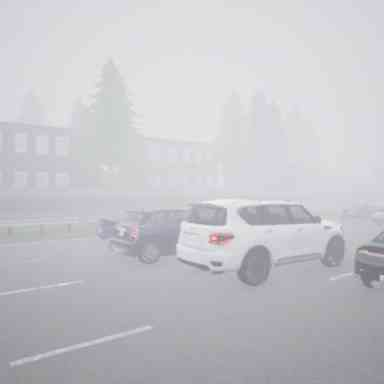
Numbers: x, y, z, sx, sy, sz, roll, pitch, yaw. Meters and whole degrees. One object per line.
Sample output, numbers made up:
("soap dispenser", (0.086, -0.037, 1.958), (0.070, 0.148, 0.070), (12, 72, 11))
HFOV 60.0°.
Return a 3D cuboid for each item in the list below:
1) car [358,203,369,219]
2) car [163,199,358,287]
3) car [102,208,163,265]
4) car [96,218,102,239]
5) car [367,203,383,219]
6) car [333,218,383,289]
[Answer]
("car", (13.676, 1.542, 26.401), (4.181, 1.385, 1.994), (0, 0, -35))
("car", (2.180, 1.215, 9.603), (5.566, 2.045, 2.150), (0, 0, -35))
("car", (-0.547, 1.347, 11.955), (4.553, 1.767, 2.097), (0, 0, -35))
("car", (-1.826, 1.472, 15.342), (5.008, 1.535, 1.882), (0, 0, -36))
("car", (14.100, 1.580, 22.403), (4.718, 1.301, 1.895), (0, 0, -35))
("car", (5.781, 1.484, 7.872), (4.902, 1.511, 2.128), (0, 0, -36))
